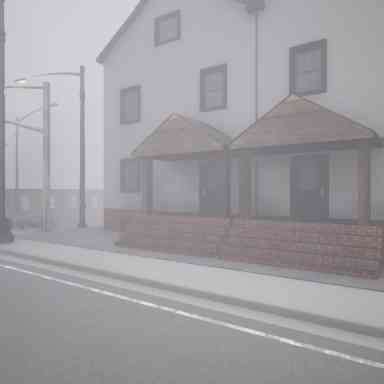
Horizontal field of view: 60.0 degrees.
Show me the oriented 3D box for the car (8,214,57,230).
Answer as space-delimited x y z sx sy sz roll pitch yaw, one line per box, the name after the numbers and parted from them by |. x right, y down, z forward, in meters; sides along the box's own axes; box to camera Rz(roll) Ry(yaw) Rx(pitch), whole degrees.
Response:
-14.101 2.655 29.350 1.994 1.385 4.181 0 -9 36 | car
